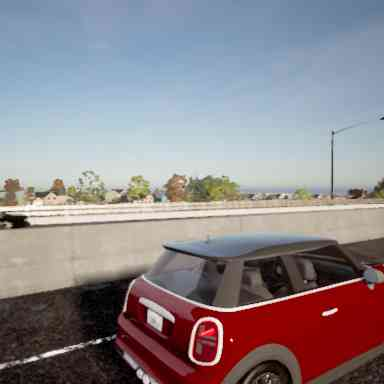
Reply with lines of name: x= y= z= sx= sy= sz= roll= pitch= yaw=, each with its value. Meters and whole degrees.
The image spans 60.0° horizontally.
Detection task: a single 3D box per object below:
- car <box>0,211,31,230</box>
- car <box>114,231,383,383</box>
car: x=-11.411 y=1.542 z=17.340 sx=5.357 sy=1.411 sz=2.033 roll=0 pitch=0 yaw=-35
car: x=1.345 y=1.350 z=4.687 sx=4.553 sy=1.767 sz=2.097 roll=0 pitch=0 yaw=-35
